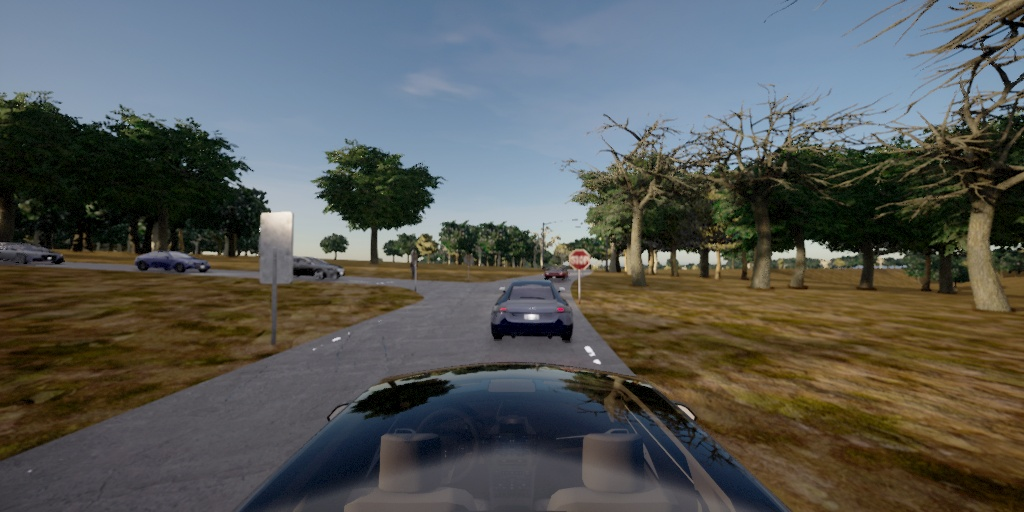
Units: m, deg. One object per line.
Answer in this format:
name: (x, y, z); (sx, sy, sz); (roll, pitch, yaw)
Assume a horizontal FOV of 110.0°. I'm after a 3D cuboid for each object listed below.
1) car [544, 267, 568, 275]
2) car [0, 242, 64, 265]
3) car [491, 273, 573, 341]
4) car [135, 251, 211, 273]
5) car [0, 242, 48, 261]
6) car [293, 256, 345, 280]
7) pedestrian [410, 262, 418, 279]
car: (4.406, 1.703, 35.061); (1.895, 1.301, 4.718); (0, -1, 14)
car: (-36.079, -0.097, 26.690); (4.181, 1.385, 1.994); (2, -1, 7)
car: (0.564, 1.356, 10.097); (1.994, 1.385, 4.181); (0, 0, 3)
car: (-23.882, 0.387, 25.248); (4.674, 1.442, 1.812); (3, -1, 6)
car: (-43.430, -0.413, 30.761); (4.902, 1.511, 2.128); (2, -1, 6)
car: (-13.739, 0.786, 24.073); (4.902, 1.511, 2.128); (2, -1, 6)
pedestrian: (-8.175, 0.970, 29.806); (0.375, 1.860, 0.375); (0, -4, 7)
